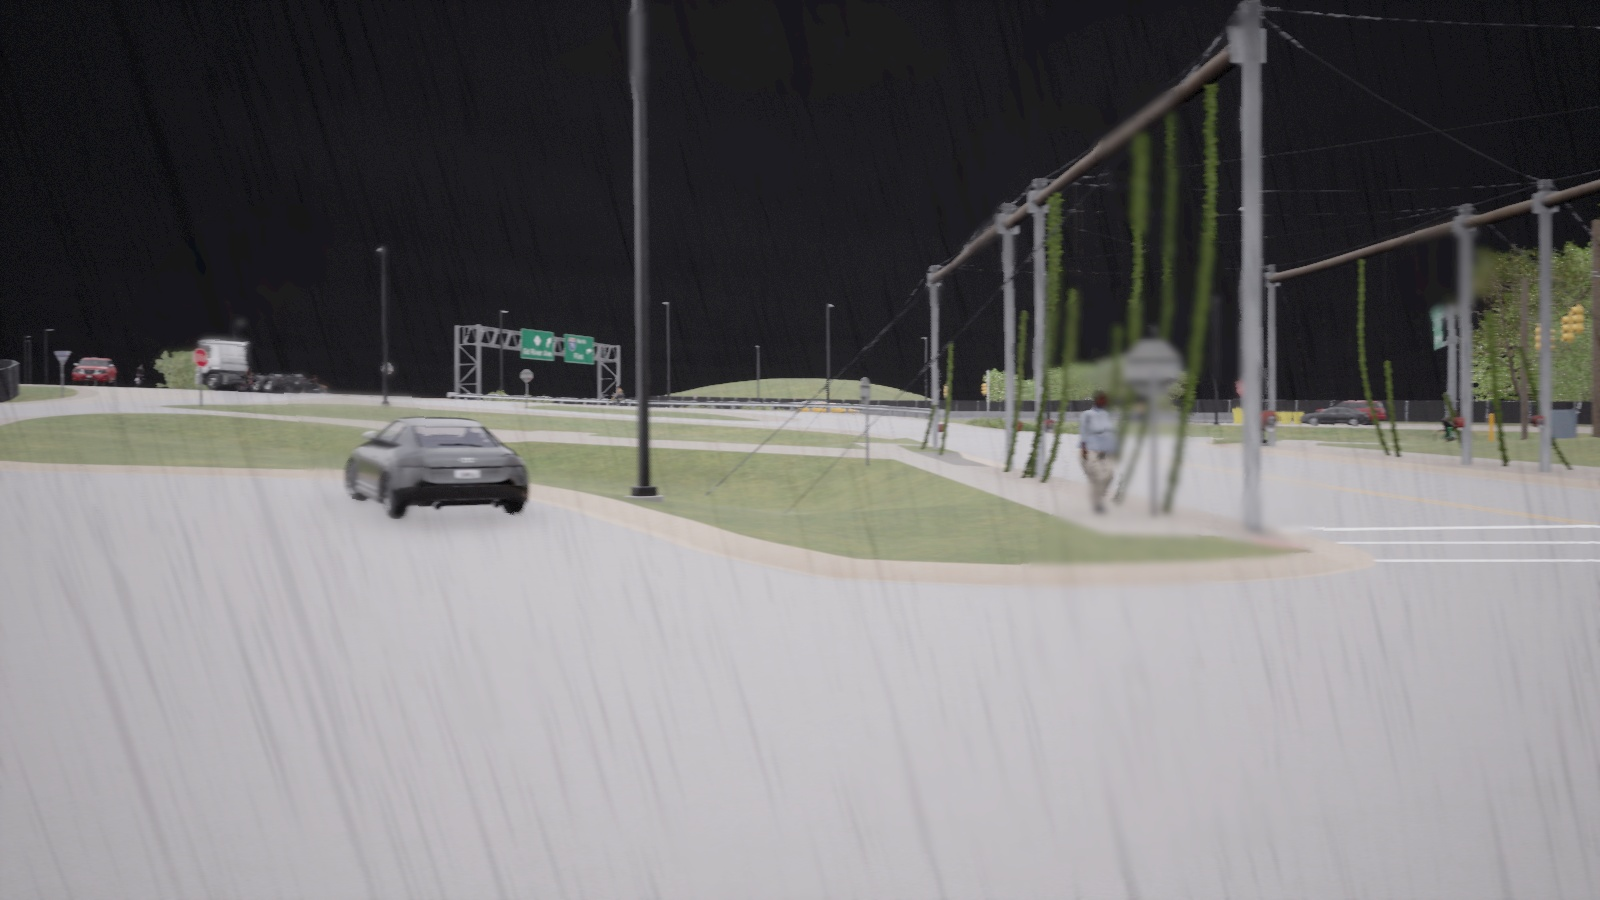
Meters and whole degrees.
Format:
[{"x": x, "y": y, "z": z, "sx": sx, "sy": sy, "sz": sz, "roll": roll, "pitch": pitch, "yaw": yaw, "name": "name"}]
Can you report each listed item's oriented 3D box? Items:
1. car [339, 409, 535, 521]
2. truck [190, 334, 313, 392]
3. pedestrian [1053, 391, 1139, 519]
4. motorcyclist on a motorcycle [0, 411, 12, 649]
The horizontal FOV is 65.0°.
[{"x": -5.680, "y": 0.138, "z": 19.255, "sx": 1.994, "sy": 1.385, "sz": 4.181, "roll": 0, "pitch": 4, "yaw": -29, "name": "car"}, {"x": -37.246, "y": -5.914, "z": 85.311, "sx": 7.936, "sy": 3.462, "sz": 2.891, "roll": 4, "pitch": 2, "yaw": 23, "name": "truck"}, {"x": 4.416, "y": 0.068, "z": 18.790, "sx": 0.874, "sy": 1.855, "sz": 0.900, "roll": -1, "pitch": 1, "yaw": -27, "name": "pedestrian"}, {"x": -6.470, "y": 0.575, "z": 7.973, "sx": 0.766, "sy": 1.649, "sz": 2.350, "roll": 1, "pitch": 2, "yaw": 34, "name": "motorcyclist on a motorcycle"}]
